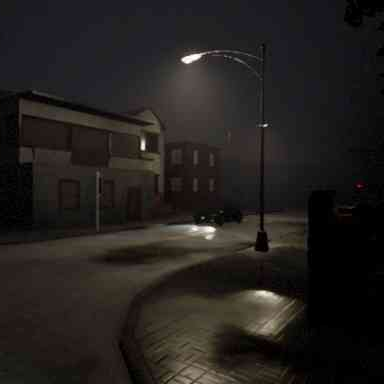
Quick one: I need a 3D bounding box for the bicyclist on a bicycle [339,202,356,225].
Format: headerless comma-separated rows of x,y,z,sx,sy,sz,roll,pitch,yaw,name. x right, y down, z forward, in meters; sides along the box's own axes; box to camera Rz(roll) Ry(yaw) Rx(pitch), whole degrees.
7.794,1.325,16.903,1.656,1.620,0.582,0,0,35,bicyclist on a bicycle

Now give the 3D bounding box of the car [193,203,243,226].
1.838,1.478,22.997,1.994,1.385,4.181,1,0,36,car
